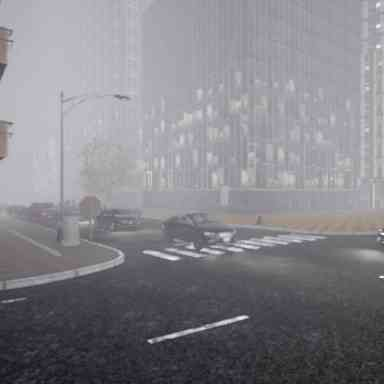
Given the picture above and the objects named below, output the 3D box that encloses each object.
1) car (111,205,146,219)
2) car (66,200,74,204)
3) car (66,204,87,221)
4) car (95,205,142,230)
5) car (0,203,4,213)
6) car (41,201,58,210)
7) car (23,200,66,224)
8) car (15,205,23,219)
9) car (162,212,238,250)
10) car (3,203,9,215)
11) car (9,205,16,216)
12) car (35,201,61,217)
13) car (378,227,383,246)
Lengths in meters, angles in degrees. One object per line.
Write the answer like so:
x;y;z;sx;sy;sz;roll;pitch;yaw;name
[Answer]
-7.055;2.141;36.536;2.008;1.369;4.403;-1;0;-36;car
-20.623;2.251;54.649;2.192;1.841;5.009;-1;0;-36;car
-11.987;2.159;33.272;1.994;1.385;4.181;0;-1;-36;car
-5.654;1.938;24.668;1.837;1.490;4.892;0;-1;-37;car
-30.562;2.545;54.125;1.752;1.417;4.829;-1;0;-36;car
-27.333;2.549;63.754;1.967;1.590;4.097;-1;0;-36;car
-14.021;1.905;31.396;2.192;1.841;5.009;-1;0;-36;car
-17.373;2.242;35.948;1.947;1.339;4.313;-1;0;-36;car
0.220;1.764;16.021;2.128;1.511;4.902;0;-1;-30;car
-23.949;2.431;45.156;1.802;1.307;4.206;-1;0;-36;car
-20.592;2.313;40.602;2.008;1.369;4.403;-1;0;-36;car
-17.960;2.100;41.399;2.097;1.767;4.553;0;-1;-36;car
10.282;1.668;15.020;4.892;1.490;1.837;-1;0;-36;car
